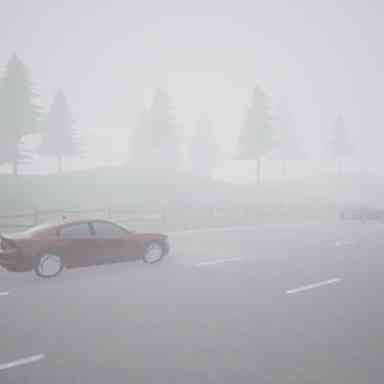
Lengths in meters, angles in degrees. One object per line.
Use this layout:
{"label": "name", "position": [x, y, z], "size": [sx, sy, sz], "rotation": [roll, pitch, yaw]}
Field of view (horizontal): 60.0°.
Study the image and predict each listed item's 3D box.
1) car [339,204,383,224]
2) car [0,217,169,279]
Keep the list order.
{"label": "car", "position": [13.626, 1.673, 26.362], "size": [4.902, 1.511, 2.128], "rotation": [1, 0, -35]}
{"label": "car", "position": [-3.043, 1.498, 10.175], "size": [5.008, 1.535, 1.882], "rotation": [0, 0, -35]}
